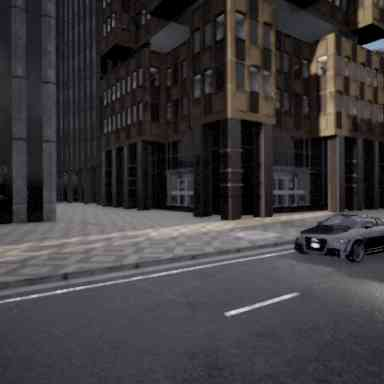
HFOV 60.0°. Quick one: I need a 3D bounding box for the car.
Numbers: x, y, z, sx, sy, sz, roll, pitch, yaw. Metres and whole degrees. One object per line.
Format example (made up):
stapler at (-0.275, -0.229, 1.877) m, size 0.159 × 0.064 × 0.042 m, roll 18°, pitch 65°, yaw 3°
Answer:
car at (5.489, 1.471, 11.605) m, size 4.181 × 1.385 × 1.994 m, roll -1°, pitch 0°, yaw -36°
